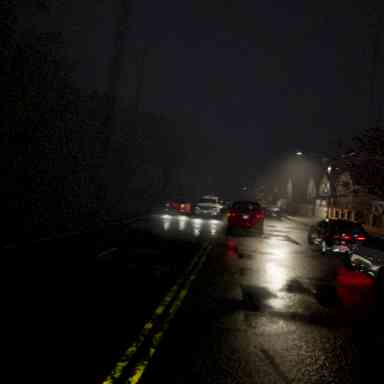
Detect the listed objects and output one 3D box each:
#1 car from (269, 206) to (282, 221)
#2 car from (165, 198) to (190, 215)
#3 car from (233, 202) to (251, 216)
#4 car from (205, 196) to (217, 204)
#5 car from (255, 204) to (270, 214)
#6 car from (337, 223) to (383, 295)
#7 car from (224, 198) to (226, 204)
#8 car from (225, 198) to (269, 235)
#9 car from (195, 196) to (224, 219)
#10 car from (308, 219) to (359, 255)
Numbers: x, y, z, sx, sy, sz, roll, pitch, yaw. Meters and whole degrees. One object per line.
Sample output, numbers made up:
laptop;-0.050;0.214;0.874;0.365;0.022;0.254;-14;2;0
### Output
car;8.707;2.296;36.420;2.033;1.411;5.357;4;0;9
car;-1.435;1.442;34.953;2.097;1.767;4.553;4;0;8
car;6.444;2.180;43.161;2.033;1.411;5.357;4;0;8
car;4.402;1.828;75.933;2.097;1.767;4.553;4;0;8
car;10.710;2.541;50.949;1.895;1.301;4.718;4;0;8
car;5.901;1.960;9.537;1.812;1.442;4.674;4;0;8
car;7.406;2.147;74.073;1.882;1.535;5.008;4;0;8
car;3.472;1.563;21.768;2.150;2.045;5.566;4;0;8
car;1.661;1.501;33.647;2.150;2.045;5.566;4;0;8
car;6.732;2.025;15.478;1.837;1.490;4.892;4;0;8
